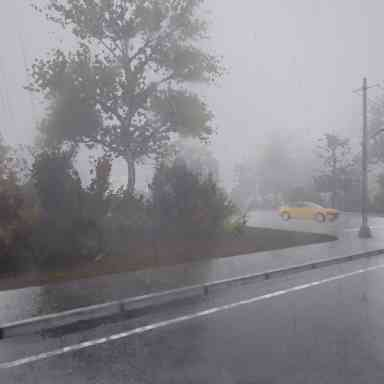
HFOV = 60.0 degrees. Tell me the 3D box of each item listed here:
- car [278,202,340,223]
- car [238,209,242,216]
[{"bbox_3d":[9.326,1.566,26.865,1.882,1.535,5.008,0,-1,-39],"label":"car"},{"bbox_3d":[2.991,1.584,34.354,2.097,1.767,4.553,0,-1,-43],"label":"car"}]
